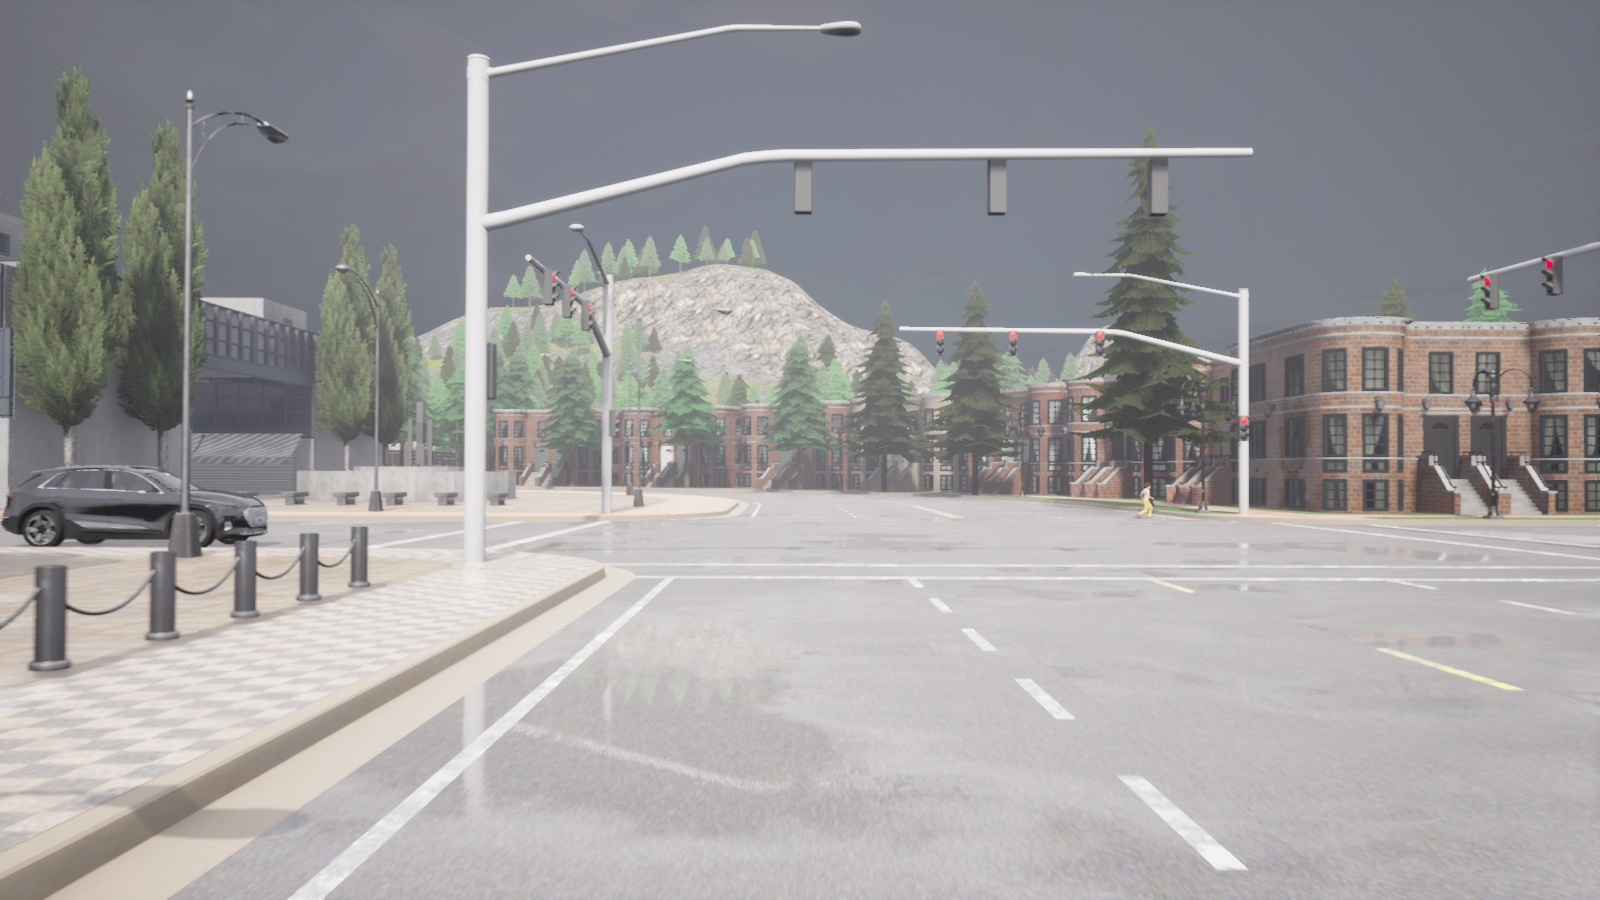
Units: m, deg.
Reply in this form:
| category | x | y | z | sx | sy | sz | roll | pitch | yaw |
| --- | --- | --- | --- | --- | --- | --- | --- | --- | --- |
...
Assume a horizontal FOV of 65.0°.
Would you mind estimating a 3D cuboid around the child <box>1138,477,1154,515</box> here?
| category | x | y | z | sx | sy | sz | roll | pitch | yaw |
| --- | --- | --- | --- | --- | --- | --- | --- | --- | --- |
| child | 11.554 | 1.540 | 41.934 | 0.437 | 1.263 | 0.270 | 0 | -1 | 1 |

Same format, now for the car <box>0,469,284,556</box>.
| category | x | y | z | sx | sy | sz | roll | pitch | yaw |
| --- | --- | --- | --- | --- | --- | --- | --- | --- | --- |
| car | -13.213 | 1.219 | 25.203 | 4.856 | 1.649 | 2.033 | 0 | -1 | 0 |
